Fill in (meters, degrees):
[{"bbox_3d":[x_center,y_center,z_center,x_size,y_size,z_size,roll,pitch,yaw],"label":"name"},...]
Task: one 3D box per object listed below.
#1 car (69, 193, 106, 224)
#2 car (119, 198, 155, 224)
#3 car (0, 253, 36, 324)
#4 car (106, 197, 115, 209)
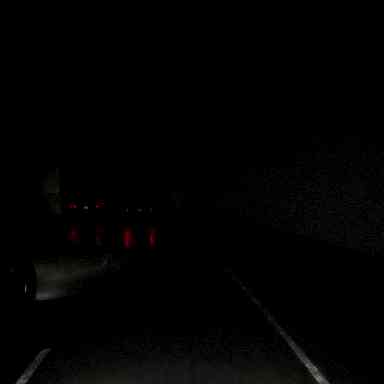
[{"bbox_3d":[-7.568,1.090,23.854,2.150,2.045,5.566,0,0,-17],"label":"car"},{"bbox_3d":[-4.047,1.212,23.977,2.097,1.767,4.553,0,0,-16],"label":"car"},{"bbox_3d":[-3.888,1.332,4.462,2.097,1.767,4.553,0,0,-4],"label":"car"},{"bbox_3d":[-10.987,1.323,40.121,2.033,1.411,5.357,0,0,-33],"label":"car"}]
